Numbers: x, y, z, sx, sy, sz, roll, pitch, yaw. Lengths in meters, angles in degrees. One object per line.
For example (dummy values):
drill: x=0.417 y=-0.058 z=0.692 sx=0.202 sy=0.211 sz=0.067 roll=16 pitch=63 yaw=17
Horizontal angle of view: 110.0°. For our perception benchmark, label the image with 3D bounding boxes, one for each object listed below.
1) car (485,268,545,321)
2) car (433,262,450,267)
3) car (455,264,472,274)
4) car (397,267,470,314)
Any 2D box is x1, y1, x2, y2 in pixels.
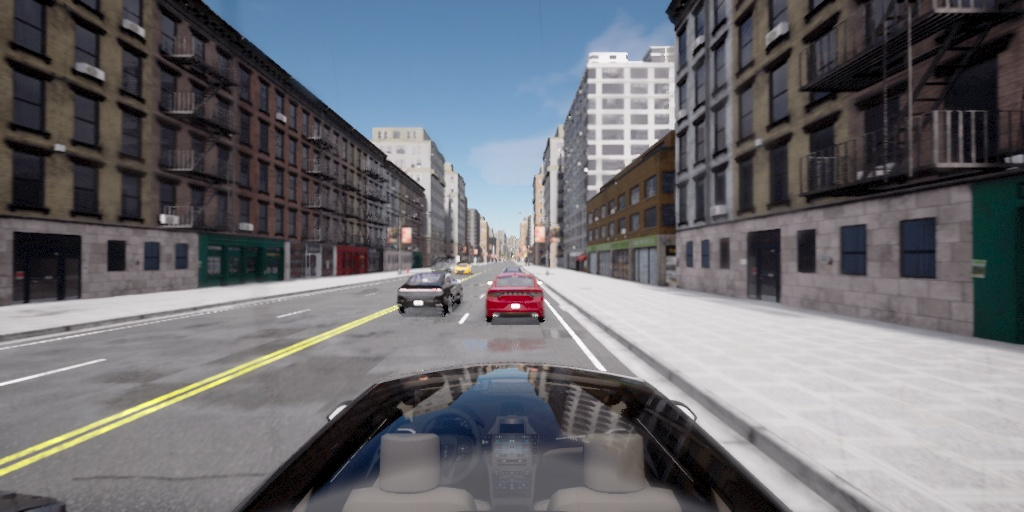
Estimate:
car: x=0.103 y=1.362 z=13.083 sx=1.882 sy=1.535 sz=5.008 roll=0 pitch=-1 yaw=0
car: x=-9.790 y=1.677 z=49.565 sx=2.097 sy=1.767 sz=4.553 roll=0 pitch=-1 yaw=1
car: x=-6.546 y=1.791 z=48.602 sx=1.882 sy=1.535 sz=5.008 roll=0 pitch=-1 yaw=0
car: x=-3.151 y=1.395 z=14.516 sx=2.128 sy=1.511 sz=4.902 roll=0 pitch=-1 yaw=0
